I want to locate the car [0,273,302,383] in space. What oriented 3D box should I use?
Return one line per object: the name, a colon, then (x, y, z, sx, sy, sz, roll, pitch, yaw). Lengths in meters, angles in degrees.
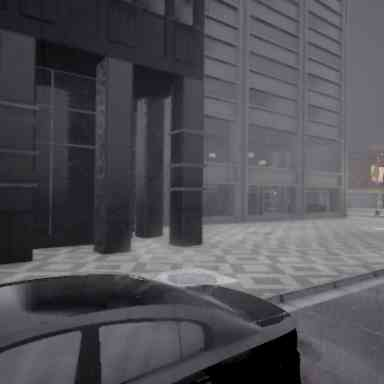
car: (-1.292, 1.482, 2.462, 5.008, 1.535, 1.882, 1, -1, -35)
